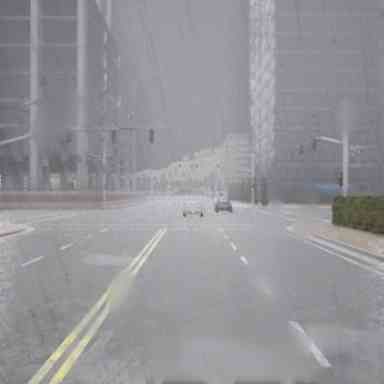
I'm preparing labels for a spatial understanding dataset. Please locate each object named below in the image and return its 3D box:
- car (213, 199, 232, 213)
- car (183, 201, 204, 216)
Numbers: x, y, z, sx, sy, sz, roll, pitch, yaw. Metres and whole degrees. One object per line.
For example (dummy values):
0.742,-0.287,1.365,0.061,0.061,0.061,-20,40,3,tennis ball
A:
3.605,1.595,39.099,2.128,1.511,4.902,0,0,0,car
0.103,1.614,33.316,1.812,1.442,4.674,0,0,0,car
